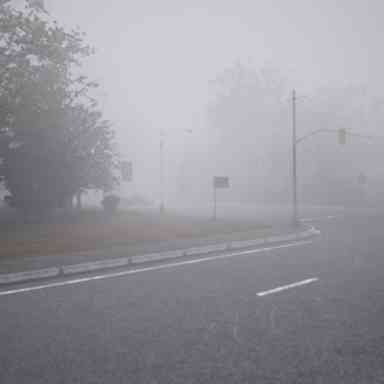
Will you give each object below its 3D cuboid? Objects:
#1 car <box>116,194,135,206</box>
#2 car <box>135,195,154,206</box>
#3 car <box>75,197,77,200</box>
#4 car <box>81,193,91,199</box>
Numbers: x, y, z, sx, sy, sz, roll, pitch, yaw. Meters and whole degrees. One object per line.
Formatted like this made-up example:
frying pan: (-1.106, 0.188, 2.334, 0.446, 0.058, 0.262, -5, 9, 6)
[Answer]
car: (-10.143, 1.062, 45.253, 2.097, 1.767, 4.553, -1, 1, -38)
car: (-7.278, 1.144, 47.272, 2.128, 1.511, 4.902, -1, 1, -38)
car: (-29.288, 1.102, 80.613, 1.882, 1.535, 5.008, -1, 1, -39)
car: (-26.809, 1.094, 83.118, 1.812, 1.442, 4.674, -1, 1, -39)
